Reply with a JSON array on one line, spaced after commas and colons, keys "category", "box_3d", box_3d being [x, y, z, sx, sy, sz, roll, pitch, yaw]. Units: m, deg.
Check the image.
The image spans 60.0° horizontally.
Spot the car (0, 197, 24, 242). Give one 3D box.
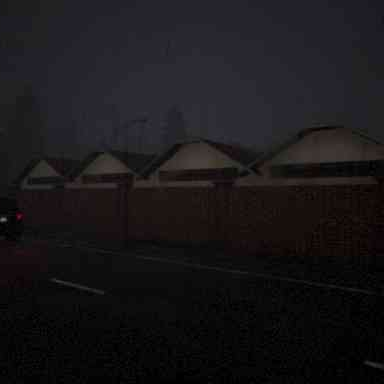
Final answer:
[{"category": "car", "box_3d": [-10.047, 1.253, 15.455, 5.566, 2.045, 2.150, 0, 0, 36]}]
